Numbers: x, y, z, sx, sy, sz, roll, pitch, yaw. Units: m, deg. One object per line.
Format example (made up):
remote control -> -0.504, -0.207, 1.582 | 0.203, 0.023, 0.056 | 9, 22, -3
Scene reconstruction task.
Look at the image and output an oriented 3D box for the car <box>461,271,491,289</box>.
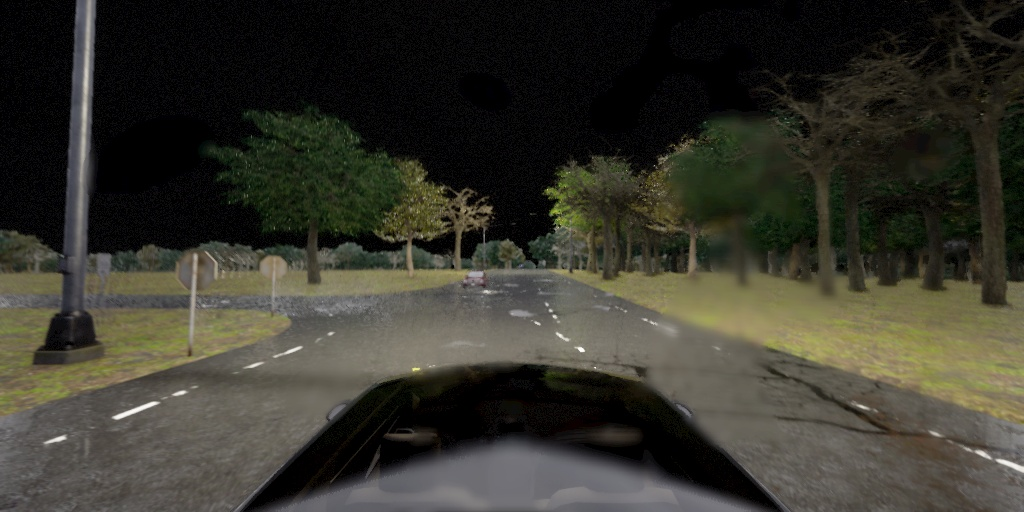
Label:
car -> -2.986, 1.978, 30.488 | 1.812, 1.442, 4.674 | 0, 0, 2
